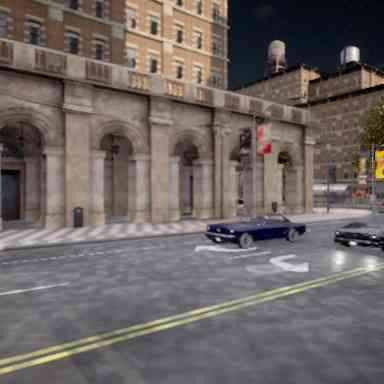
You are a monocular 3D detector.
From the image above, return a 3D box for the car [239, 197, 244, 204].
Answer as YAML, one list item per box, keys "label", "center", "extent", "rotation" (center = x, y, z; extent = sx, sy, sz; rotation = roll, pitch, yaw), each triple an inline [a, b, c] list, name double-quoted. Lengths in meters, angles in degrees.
- label: "car"
  center: [9.401, 1.581, 56.277]
  extent: [1.895, 1.301, 4.718]
  rotation: [0, 0, -36]

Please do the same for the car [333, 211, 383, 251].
- label: "car"
  center: [8.220, 1.544, 14.046]
  extent: [5.357, 1.411, 2.033]
  rotation: [0, 0, -35]

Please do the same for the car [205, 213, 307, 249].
- label: "car"
  center: [2.862, 1.597, 14.638]
  extent: [4.718, 1.301, 1.895]
  rotation: [0, 0, -36]
